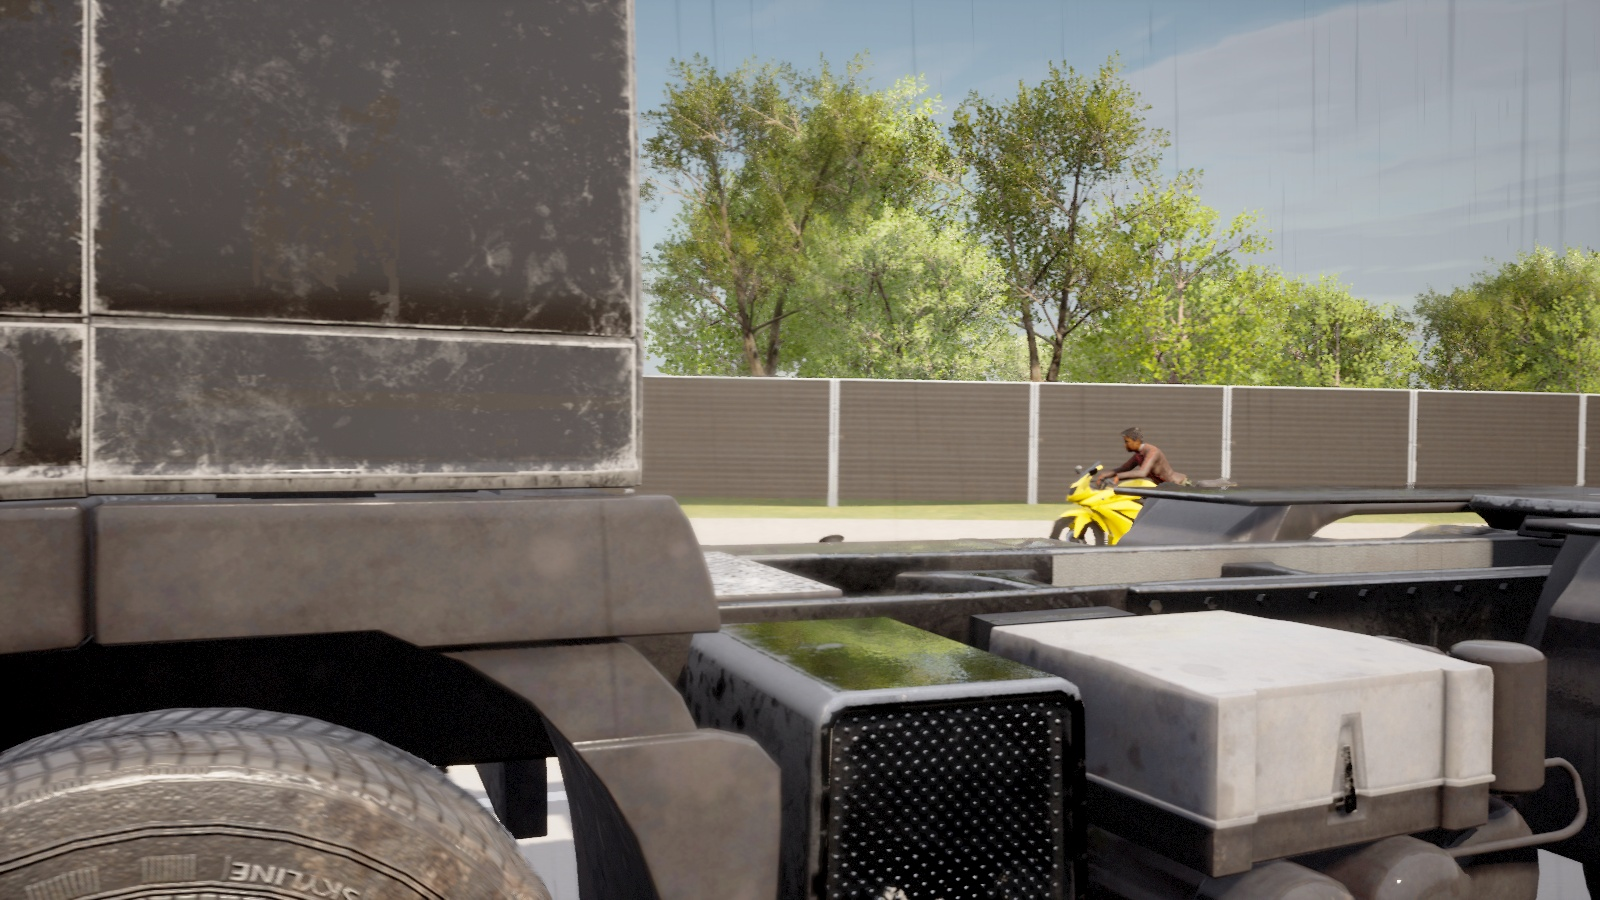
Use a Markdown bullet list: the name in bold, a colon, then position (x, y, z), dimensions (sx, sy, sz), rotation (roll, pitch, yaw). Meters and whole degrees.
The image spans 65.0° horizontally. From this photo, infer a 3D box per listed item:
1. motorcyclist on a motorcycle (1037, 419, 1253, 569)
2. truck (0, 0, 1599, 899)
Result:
- **motorcyclist on a motorcycle**: position (3.592, 0.439, 13.188), dimensions (2.044, 1.523, 0.797), rotation (0, 1, -2)
- **truck**: position (0.882, -0.252, 3.562), dimensions (7.936, 3.462, 2.891), rotation (-1, 1, -21)
